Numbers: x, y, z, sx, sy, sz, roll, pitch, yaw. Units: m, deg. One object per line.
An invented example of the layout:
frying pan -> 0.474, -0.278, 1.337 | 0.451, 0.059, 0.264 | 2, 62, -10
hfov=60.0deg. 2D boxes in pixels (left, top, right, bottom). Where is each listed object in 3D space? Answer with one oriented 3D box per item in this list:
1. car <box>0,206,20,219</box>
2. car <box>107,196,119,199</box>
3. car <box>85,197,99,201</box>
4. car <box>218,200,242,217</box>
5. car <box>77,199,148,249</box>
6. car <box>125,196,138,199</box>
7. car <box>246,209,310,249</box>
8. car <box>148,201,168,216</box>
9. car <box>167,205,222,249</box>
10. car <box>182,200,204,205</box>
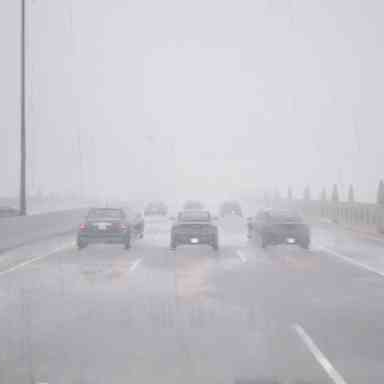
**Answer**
car -> -10.606, 1.498, 17.325 | 2.128, 1.511, 4.902 | 0, 0, 0
car -> -14.066, 1.514, 58.617 | 2.128, 1.511, 4.902 | 0, 0, 1
car -> -17.546, 1.569, 59.011 | 2.033, 1.411, 5.357 | 0, 0, 1
car -> 3.588, 1.516, 31.565 | 1.837, 1.490, 4.892 | 0, 0, 0
car -> -3.406, 1.357, 14.740 | 2.097, 1.767, 4.553 | 0, 0, 0
car -> -10.568, 1.499, 58.199 | 1.882, 1.535, 5.008 | 0, 0, 1
car -> 3.595, 1.510, 14.505 | 1.837, 1.490, 4.892 | 0, 0, 0
car -> -3.412, 1.576, 32.252 | 1.994, 1.385, 4.181 | 0, 0, 0
car -> 0.095, 1.510, 14.500 | 1.837, 1.490, 4.892 | 0, 0, 0
car -> 0.089, 1.516, 31.565 | 1.837, 1.490, 4.892 | 0, 0, 0
